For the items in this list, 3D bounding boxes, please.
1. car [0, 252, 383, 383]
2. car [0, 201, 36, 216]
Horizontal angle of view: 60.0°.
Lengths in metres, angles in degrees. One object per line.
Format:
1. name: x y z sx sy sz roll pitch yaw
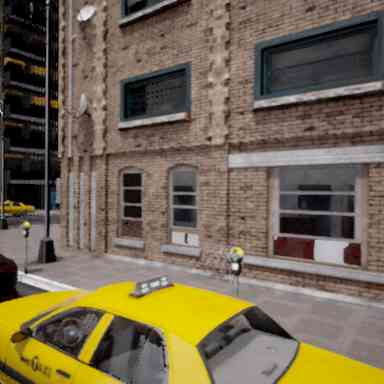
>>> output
1. car: -0.601 1.496 3.305 4.829 1.417 1.752 1 0 36
2. car: -16.335 1.450 29.212 1.752 1.417 4.829 -1 -1 35
